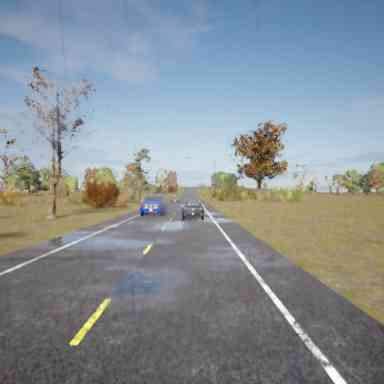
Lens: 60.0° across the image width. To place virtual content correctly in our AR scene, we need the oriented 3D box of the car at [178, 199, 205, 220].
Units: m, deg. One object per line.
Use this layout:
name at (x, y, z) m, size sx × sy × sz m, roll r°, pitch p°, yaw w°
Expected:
car at (0.092, 1.510, 28.759) m, size 2.128 × 1.511 × 4.902 m, roll 0°, pitch 0°, yaw 0°

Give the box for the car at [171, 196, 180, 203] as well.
car at (-3.518, 1.556, 71.066) m, size 2.128 × 1.511 × 4.902 m, roll 0°, pitch 0°, yaw 0°

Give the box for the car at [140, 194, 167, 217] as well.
car at (-3.604, 1.242, 31.932) m, size 2.150 × 2.045 × 5.566 m, roll 0°, pitch 0°, yaw 0°

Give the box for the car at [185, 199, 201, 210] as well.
car at (0.089, 1.590, 43.621) m, size 1.994 × 1.385 × 4.181 m, roll 0°, pitch 0°, yaw 0°
